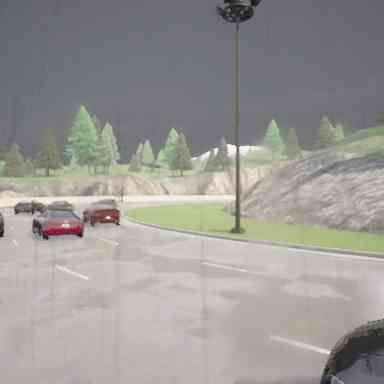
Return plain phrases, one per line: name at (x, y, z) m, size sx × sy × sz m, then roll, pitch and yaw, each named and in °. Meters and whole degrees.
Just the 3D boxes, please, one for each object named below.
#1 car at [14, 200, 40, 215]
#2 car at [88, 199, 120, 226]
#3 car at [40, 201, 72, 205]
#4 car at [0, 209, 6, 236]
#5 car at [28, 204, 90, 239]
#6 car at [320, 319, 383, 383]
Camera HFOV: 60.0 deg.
car at (-16.539, 1.530, 34.168) m, size 2.128 × 1.511 × 4.902 m, roll 0°, pitch 0°, yaw -8°
car at (-6.463, 1.500, 23.552) m, size 1.882 × 1.535 × 5.008 m, roll 0°, pitch 0°, yaw -26°
car at (-13.027, 1.582, 33.163) m, size 2.033 × 1.411 × 5.357 m, roll 0°, pitch 0°, yaw -8°
car at (-11.309, 1.374, 17.961) m, size 2.097 × 1.767 × 4.553 m, roll 0°, pitch 0°, yaw -30°
car at (-7.140, 1.582, 17.605) m, size 1.994 × 1.385 × 4.181 m, roll 0°, pitch 0°, yaw -33°
car at (3.267, 1.490, 1.752) m, size 4.902 × 1.511 × 2.128 m, roll 0°, pitch 0°, yaw 36°
